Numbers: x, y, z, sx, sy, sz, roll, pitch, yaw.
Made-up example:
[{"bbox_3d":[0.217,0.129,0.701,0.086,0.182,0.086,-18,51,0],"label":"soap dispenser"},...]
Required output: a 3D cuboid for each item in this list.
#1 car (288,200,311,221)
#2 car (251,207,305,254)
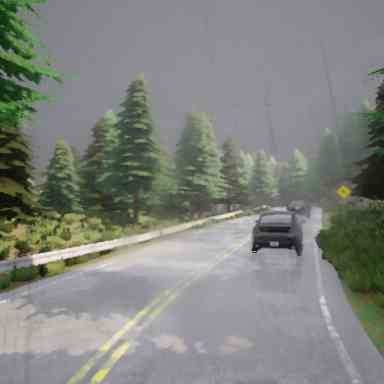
[{"bbox_3d":[10.470,1.539,32.483,2.097,1.767,4.553,-1,-1,21],"label":"car"},{"bbox_3d":[3.616,1.564,13.818,1.837,1.490,4.892,-1,-1,19],"label":"car"}]
